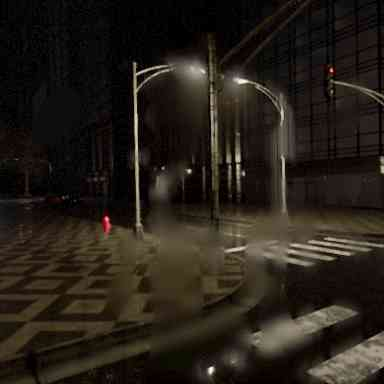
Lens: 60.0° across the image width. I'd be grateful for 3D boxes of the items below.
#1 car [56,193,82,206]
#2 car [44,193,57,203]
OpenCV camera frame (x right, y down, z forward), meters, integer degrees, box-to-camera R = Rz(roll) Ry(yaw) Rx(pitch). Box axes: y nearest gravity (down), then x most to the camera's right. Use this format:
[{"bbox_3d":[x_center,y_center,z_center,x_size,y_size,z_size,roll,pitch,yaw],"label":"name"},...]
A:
[{"bbox_3d":[-15.930,1.044,43.740,1.994,1.385,4.181,-2,2,-35],"label":"car"},{"bbox_3d":[-21.455,0.880,51.417,1.882,1.535,5.008,-2,2,-35],"label":"car"}]
